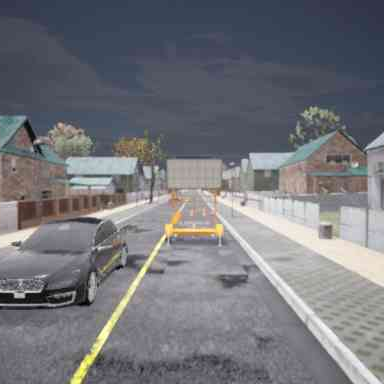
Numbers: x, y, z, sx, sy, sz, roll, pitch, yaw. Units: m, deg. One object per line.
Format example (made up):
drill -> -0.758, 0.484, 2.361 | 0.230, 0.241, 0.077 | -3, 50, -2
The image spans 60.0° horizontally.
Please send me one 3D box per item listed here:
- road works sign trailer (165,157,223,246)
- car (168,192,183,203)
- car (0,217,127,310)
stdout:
road works sign trailer -> 0.094, 0.293, 14.253 | 2.380, 3.560, 2.880 | 0, 1, 0
car -> -2.497, 0.735, 50.464 | 2.097, 1.767, 4.553 | 0, 1, 1
car -> -2.799, 1.408, 7.852 | 1.837, 1.490, 4.892 | 0, 1, 0
